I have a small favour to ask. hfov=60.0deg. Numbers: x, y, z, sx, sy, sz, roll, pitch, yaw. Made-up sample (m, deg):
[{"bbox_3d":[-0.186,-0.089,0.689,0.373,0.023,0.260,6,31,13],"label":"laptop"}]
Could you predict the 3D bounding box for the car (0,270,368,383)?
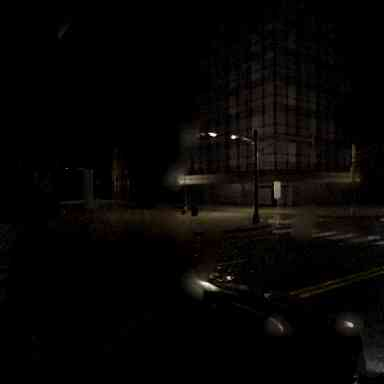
[{"bbox_3d":[-0.067,1.555,3.390,4.181,1.385,1.994,0,0,-35],"label":"car"}]
